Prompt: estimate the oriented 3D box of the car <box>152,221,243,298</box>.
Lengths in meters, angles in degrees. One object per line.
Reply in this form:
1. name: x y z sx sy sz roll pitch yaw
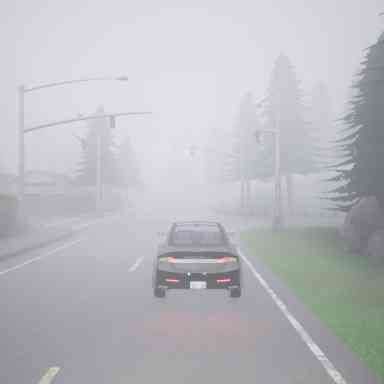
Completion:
1. car: 0.118 1.491 8.517 2.128 1.511 4.902 0 0 0
